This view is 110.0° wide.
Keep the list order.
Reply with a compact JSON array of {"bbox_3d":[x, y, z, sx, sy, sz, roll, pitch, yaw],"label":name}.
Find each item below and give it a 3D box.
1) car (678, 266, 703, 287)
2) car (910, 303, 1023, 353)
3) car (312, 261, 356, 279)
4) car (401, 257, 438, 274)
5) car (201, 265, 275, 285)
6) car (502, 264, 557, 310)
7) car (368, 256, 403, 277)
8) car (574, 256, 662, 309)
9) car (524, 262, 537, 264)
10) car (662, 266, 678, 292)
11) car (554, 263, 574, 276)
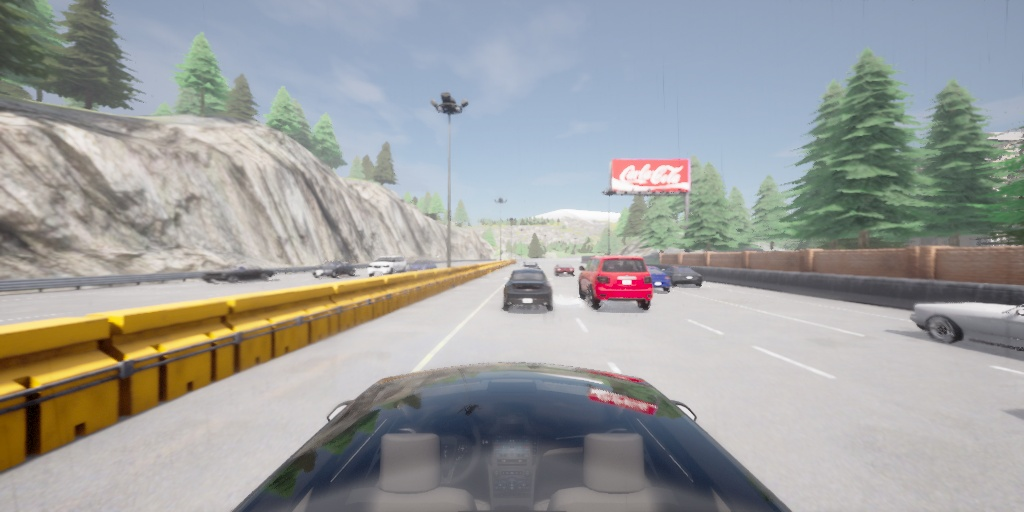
[{"bbox_3d":[11.780,1.392,25.579,1.994,1.385,4.181,0,0,3],"label":"car"},{"bbox_3d":[10.778,1.393,6.741,1.895,1.301,4.718,0,0,2],"label":"car"},{"bbox_3d":[-16.028,1.246,32.506,2.128,1.511,4.902,0,0,4],"label":"car"},{"bbox_3d":[-8.826,1.131,35.353,2.097,1.767,4.553,0,0,4],"label":"car"},{"bbox_3d":[-19.925,1.331,26.273,1.895,1.301,4.718,0,0,3],"label":"car"},{"bbox_3d":[0.661,1.280,14.784,1.837,1.490,4.892,0,0,3],"label":"car"},{"bbox_3d":[-12.296,0.996,35.871,2.150,2.045,5.566,0,-1,4],"label":"car"},{"bbox_3d":[4.185,1.009,15.284,2.150,2.045,5.566,0,0,3],"label":"car"},{"bbox_3d":[1.893,1.308,36.612,2.128,1.511,4.902,0,0,3],"label":"car"},{"bbox_3d":[8.055,1.334,21.747,1.812,1.442,4.674,0,0,3],"label":"car"},{"bbox_3d":[5.495,1.430,38.317,1.895,1.301,4.718,0,0,3],"label":"car"}]
